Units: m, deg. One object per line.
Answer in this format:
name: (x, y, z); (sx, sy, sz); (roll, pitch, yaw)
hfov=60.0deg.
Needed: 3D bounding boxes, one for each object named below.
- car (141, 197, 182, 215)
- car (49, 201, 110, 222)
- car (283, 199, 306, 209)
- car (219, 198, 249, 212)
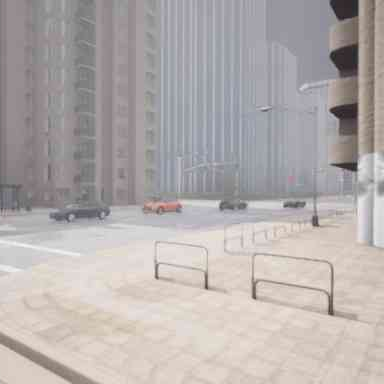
car: (-3.042, 1.295, 33.730); (2.097, 1.767, 4.553); (0, 0, 35)
car: (-8.592, 1.448, 25.760); (1.837, 1.490, 4.892); (0, 0, 35)
car: (14.251, 1.580, 46.109); (1.895, 1.301, 4.718); (0, 0, 35)
car: (4.912, 1.466, 38.734); (1.837, 1.490, 4.892); (0, 0, 35)
